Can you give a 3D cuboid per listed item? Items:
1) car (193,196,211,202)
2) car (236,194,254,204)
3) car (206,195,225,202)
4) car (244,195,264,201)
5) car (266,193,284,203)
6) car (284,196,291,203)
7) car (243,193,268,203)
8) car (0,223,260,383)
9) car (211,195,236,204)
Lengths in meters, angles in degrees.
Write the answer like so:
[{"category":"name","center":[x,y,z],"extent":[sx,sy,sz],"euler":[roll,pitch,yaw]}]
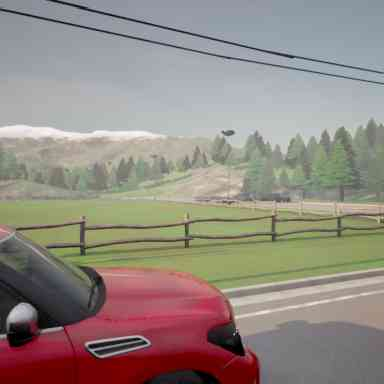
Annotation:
[{"category":"car","center":[2.040,1.488,74.253],"extent":[2.033,1.411,5.357],"euler":[0,0,-24]},{"category":"car","center":[9.432,1.547,66.233],"extent":[2.033,1.411,5.357],"euler":[0,0,-23]},{"category":"car","center":[5.245,1.488,75.660],"extent":[2.033,1.411,5.357],"euler":[0,0,-24]},{"category":"car","center":[14.860,1.483,79.879],"extent":[2.033,1.411,5.357],"euler":[0,0,-24]},{"category":"car","center":[15.881,1.225,68.848],"extent":[2.150,2.045,5.566],"euler":[0,0,-24]},{"category":"car","center":[18.955,1.500,70.553],"extent":[1.837,1.490,4.892],"euler":[0,0,-24]},{"category":"car","center":[12.547,1.491,67.735],"extent":[2.128,1.511,4.902],"euler":[0,0,-24]},{"category":"car","center":[-2.179,1.222,2.612],"extent":[5.566,2.045,2.150],"euler":[0,0,-24]},{"category":"car","center":[6.117,1.564,65.093],"extent":[1.994,1.385,4.181],"euler":[0,0,-23]}]
